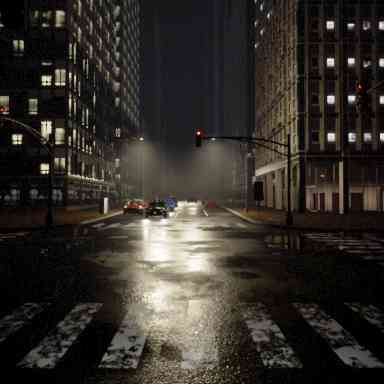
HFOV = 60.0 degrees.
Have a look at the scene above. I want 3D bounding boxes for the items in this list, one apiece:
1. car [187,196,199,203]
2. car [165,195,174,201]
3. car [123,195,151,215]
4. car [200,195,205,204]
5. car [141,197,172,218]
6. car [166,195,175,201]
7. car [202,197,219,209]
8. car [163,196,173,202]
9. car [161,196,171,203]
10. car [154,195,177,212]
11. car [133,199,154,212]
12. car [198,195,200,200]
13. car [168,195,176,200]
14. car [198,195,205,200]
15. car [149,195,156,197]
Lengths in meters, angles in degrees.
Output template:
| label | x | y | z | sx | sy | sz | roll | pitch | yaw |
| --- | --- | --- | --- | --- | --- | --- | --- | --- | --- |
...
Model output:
| label | x | y | z | sx | sy | sz | roll | pitch | yaw |
| --- | --- | --- | --- | --- | --- | --- | --- | --- | --- |
| car | 0.044 | 1.589 | 70.996 | 1.994 | 1.385 | 4.181 | 0 | 0 | 0 |
| car | -5.715 | 1.578 | 83.898 | 1.887 | 1.381 | 4.507 | 1 | 0 | 0 |
| car | -5.689 | 1.453 | 33.722 | 1.967 | 1.590 | 4.097 | 1 | 0 | 0 |
| car | 2.679 | 1.547 | 56.264 | 1.752 | 1.417 | 4.829 | 1 | 0 | 0 |
| car | -3.113 | 1.516 | 30.305 | 1.837 | 1.490 | 4.892 | 0 | 0 | 0 |
| car | -5.718 | 1.587 | 89.473 | 2.008 | 1.369 | 4.403 | 1 | 0 | 0 |
| car | 2.682 | 1.599 | 44.938 | 1.802 | 1.307 | 4.206 | 1 | 0 | 0 |
| car | -5.712 | 1.581 | 78.323 | 2.008 | 1.369 | 4.403 | 1 | 0 | 0 |
| car | -5.710 | 1.573 | 72.748 | 1.887 | 1.381 | 4.507 | 1 | 0 | 0 |
| car | -3.115 | 1.493 | 39.810 | 1.882 | 1.535 | 5.008 | 0 | 0 | 0 |
| car | -5.695 | 1.597 | 39.297 | 1.802 | 1.307 | 4.206 | 1 | 0 | 0 |
| car | 2.675 | 1.590 | 61.671 | 1.947 | 1.339 | 4.313 | 1 | 0 | 0 |
| car | -5.721 | 1.604 | 95.048 | 1.947 | 1.339 | 4.313 | 1 | 0 | 0 |
| car | 2.660 | 1.583 | 95.134 | 1.887 | 1.381 | 4.507 | 1 | 0 | 0 |
| car | -5.692 | 1.332 | 44.872 | 2.192 | 1.841 | 5.009 | 1 | 0 | 0 |
